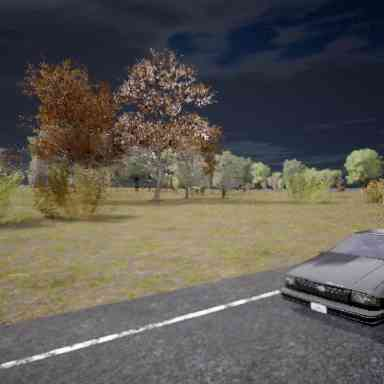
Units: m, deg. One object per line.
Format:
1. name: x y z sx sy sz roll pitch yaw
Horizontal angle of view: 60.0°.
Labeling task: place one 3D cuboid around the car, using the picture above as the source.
1. car: 4.252 1.529 7.110 5.357 1.411 2.033 0 0 -36
